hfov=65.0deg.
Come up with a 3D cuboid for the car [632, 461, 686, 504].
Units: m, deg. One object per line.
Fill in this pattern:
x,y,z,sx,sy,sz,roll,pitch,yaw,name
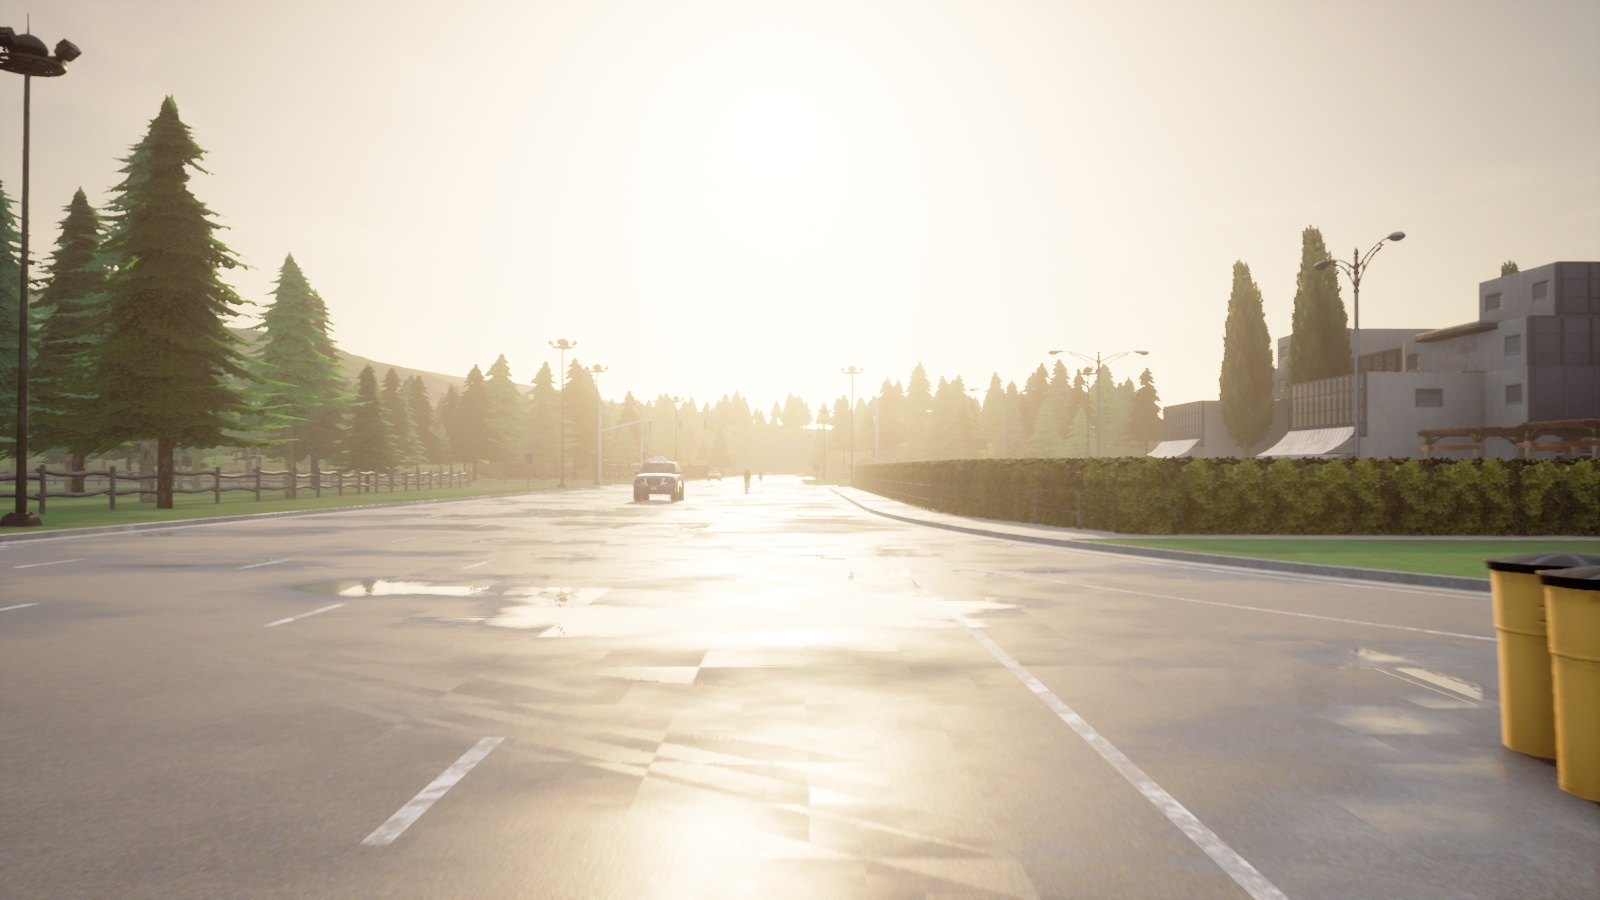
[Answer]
-7.150,1.635,64.069,2.150,2.045,5.566,0,-1,0,car
